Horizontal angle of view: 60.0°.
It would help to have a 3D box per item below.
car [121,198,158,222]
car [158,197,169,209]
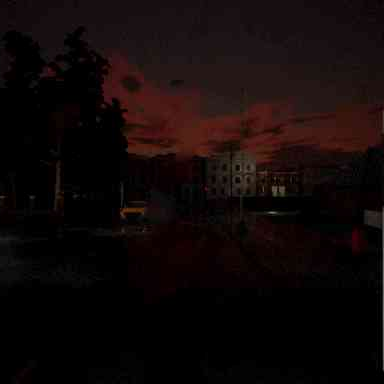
[{"bbox_3d":[-4.226,1.478,26.423,1.882,1.535,5.008,0,0,2],"label":"car"},{"bbox_3d":[-4.139,1.491,45.084,2.128,1.511,4.902,0,0,0],"label":"car"}]
